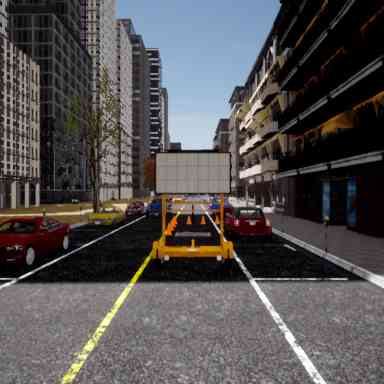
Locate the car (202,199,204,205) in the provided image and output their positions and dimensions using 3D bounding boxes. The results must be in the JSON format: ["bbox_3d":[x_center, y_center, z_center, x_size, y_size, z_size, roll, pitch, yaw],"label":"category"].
[{"bbox_3d":[2.835,1.581,50.112,2.008,1.369,4.403,0,0,0],"label":"car"}]

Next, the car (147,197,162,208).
[{"bbox_3d":[-5.546,1.555,49.967,1.752,1.417,4.829,0,0,0],"label":"car"}]

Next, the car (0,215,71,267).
[{"bbox_3d":[-5.660,1.547,11.409,1.887,1.381,4.507,0,0,0],"label":"car"}]

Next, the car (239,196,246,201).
[{"bbox_3d":[13.661,1.414,80.552,4.403,1.369,2.008,-1,1,0],"label":"car"}]

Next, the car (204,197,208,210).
[{"bbox_3d":[2.802,1.460,39.047,1.967,1.590,4.097,0,0,0],"label":"car"}]

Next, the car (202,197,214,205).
[{"bbox_3d":[2.867,1.594,61.178,2.008,1.369,4.403,0,0,0],"label":"car"}]

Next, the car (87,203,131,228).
[{"bbox_3d":[-5.627,1.532,22.304,1.752,1.417,4.829,0,0,0],"label":"car"}]

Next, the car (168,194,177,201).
[{"bbox_3d":[-5.419,1.414,93.591,2.192,1.841,5.009,0,0,0],"label":"car"}]

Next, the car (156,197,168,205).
[{"bbox_3d":[-5.513,1.587,61.203,1.887,1.381,4.507,0,0,0],"label":"car"}]

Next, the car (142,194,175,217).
[{"bbox_3d":[-3.010,1.365,30.828,2.097,1.767,4.553,0,0,0],"label":"car"}]

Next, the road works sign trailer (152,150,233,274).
[{"bbox_3d":[0.028,0.466,10.594,2.380,3.560,2.880,0,0,0],"label":"road works sign trailer"}]

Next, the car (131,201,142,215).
[{"bbox_3d":[-5.595,1.597,33.540,1.802,1.307,4.206,0,0,0],"label":"car"}]

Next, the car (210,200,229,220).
[{"bbox_3d":[2.769,1.593,27.982,1.802,1.307,4.206,0,0,0],"label":"car"}]

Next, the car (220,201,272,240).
[{"bbox_3d":[2.737,1.444,16.916,1.967,1.590,4.097,0,0,0],"label":"car"}]

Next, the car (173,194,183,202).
[{"bbox_3d":[-2.809,1.537,65.603,1.882,1.535,5.008,0,0,0],"label":"car"}]

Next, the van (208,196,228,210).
[{"bbox_3d":[2.786,1.356,33.514,1.690,1.788,3.998,0,0,0],"label":"van"}]
